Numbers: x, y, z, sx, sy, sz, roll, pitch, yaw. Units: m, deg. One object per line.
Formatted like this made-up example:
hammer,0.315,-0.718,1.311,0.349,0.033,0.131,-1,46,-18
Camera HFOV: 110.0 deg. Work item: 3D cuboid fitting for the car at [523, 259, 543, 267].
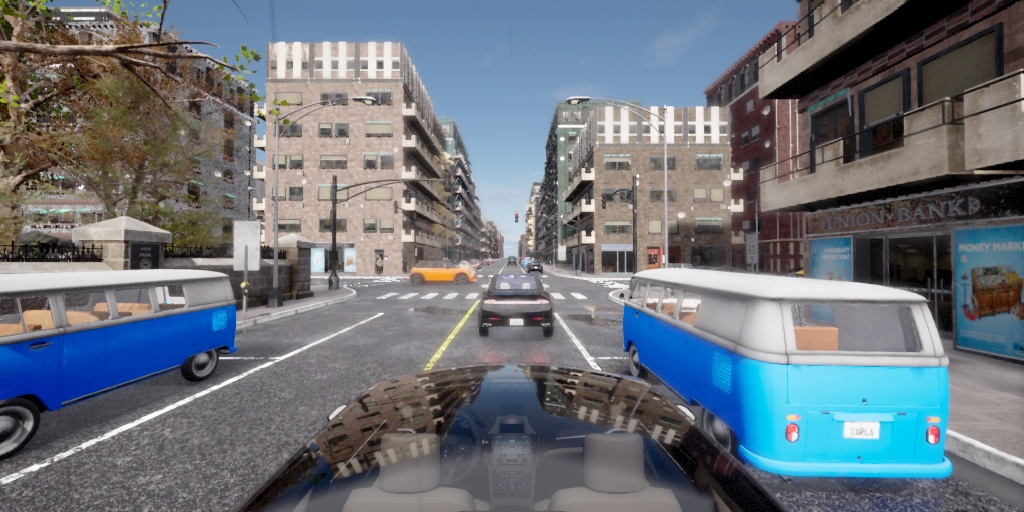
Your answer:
car,2.699,1.330,42.532,1.948,1.339,4.313,0,0,0

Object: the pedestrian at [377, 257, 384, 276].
pedestrian,-12.533,0.967,33.977,0.375,1.860,0.375,0,-1,1

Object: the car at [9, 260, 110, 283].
car,-32.009,1.066,25.473,4.892,1.490,1.837,1,-1,1

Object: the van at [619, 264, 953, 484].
van,2.659,1.092,4.585,1.690,1.789,3.998,0,0,0

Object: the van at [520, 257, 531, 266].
van,2.703,1.112,59.459,1.690,1.789,3.998,0,0,0

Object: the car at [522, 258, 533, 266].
car,2.700,1.317,48.174,2.007,1.370,4.403,0,0,0

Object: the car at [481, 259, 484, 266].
car,-5.680,1.208,53.819,1.967,1.591,4.097,0,0,0

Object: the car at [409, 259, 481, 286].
car,-4.761,1.111,25.121,4.553,1.767,2.097,0,0,1

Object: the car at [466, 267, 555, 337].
car,0.102,1.244,10.315,2.128,1.511,4.902,0,0,0

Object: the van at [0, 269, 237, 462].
van,-5.655,1.092,4.589,1.690,1.789,3.998,0,0,0

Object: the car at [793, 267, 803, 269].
car,25.016,1.413,27.983,5.008,1.535,1.882,0,-1,1

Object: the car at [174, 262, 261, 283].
car,-20.696,1.150,25.332,4.674,1.442,1.812,0,-1,1
